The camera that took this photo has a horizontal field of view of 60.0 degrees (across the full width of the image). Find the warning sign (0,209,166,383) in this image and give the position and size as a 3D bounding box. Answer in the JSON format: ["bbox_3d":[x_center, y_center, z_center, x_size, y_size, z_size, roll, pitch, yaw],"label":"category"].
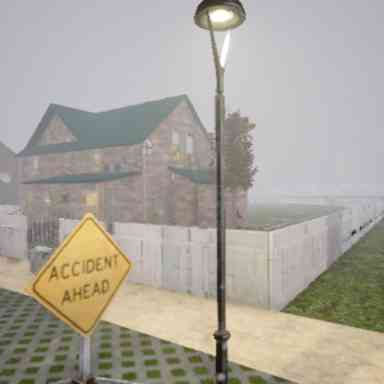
[{"bbox_3d":[-1.112,1.143,3.471,1.060,1.860,1.300,0,-1,36],"label":"warning sign"}]
